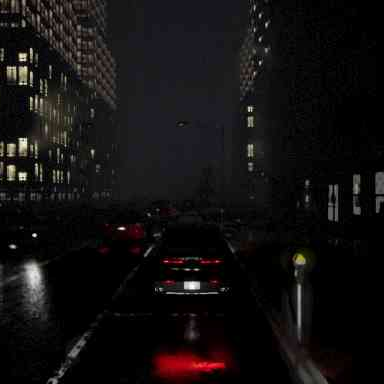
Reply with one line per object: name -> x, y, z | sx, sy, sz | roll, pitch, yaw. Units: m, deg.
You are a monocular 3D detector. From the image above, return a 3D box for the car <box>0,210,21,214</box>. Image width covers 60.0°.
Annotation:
car -> -8.833, 1.563, 15.800 | 1.947, 1.339, 4.313 | 0, 0, 0

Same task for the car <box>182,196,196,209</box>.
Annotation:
car -> -0.452, 1.548, 44.248 | 1.947, 1.339, 4.313 | 0, 0, 0

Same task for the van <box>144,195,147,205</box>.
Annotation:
van -> -8.832, 1.315, 55.645 | 1.690, 1.788, 3.998 | 0, 0, 0

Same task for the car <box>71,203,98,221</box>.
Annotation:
car -> -8.832, 1.575, 27.183 | 1.802, 1.307, 4.206 | 0, 0, 0

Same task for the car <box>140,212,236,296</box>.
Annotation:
car -> 0.000, 1.503, 8.649 | 1.837, 1.490, 4.892 | 0, 0, 0

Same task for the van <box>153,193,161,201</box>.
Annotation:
van -> -8.831, 1.286, 84.106 | 1.690, 1.788, 3.998 | 0, 0, 0

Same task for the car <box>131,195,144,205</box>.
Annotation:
car -> -8.833, 1.523, 49.953 | 1.887, 1.381, 4.507 | 0, 0, 0

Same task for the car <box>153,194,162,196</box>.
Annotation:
car -> -8.832, 1.391, 78.413 | 1.967, 1.590, 4.097 | 0, 0, 0

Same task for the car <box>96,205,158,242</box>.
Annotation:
car -> -3.045, 1.561, 16.424 | 1.994, 1.385, 4.181 | 0, 0, 0

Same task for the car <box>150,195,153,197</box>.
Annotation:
car -> -8.833, 1.551, 61.338 | 1.802, 1.307, 4.206 | 0, 0, 0

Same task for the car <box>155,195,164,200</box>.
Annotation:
car -> -8.832, 1.504, 89.799 | 1.947, 1.339, 4.313 | 0, 0, 0

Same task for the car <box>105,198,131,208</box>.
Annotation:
car -> -8.833, 1.537, 38.569 | 2.008, 1.369, 4.403 | 0, 0, 0

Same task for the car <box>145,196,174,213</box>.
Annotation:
car -> -3.145, 1.467, 32.902 | 1.882, 1.535, 5.008 | 0, 0, 0

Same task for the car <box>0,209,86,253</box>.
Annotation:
car -> -6.246, 1.599, 13.817 | 1.895, 1.301, 4.718 | 0, 0, 0

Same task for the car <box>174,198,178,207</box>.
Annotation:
car -> -3.046, 1.579, 49.321 | 1.895, 1.301, 4.718 | 0, 0, 0

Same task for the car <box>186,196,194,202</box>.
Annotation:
car -> -0.452, 1.533, 78.399 | 1.802, 1.307, 4.206 | 0, 0, 0
